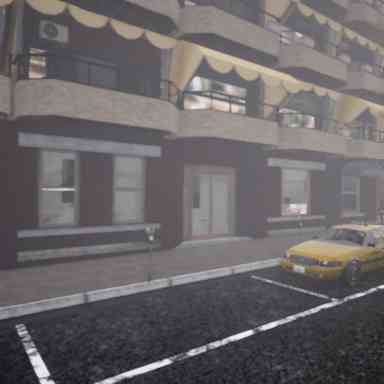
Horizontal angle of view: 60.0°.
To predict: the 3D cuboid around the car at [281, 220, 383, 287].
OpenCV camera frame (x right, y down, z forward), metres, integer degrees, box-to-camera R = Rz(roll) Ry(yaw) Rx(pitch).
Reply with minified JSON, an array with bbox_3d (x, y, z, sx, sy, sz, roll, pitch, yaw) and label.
[{"bbox_3d":[4.513,1.504,9.293,4.829,1.417,1.752,0,1,-35],"label":"car"}]
